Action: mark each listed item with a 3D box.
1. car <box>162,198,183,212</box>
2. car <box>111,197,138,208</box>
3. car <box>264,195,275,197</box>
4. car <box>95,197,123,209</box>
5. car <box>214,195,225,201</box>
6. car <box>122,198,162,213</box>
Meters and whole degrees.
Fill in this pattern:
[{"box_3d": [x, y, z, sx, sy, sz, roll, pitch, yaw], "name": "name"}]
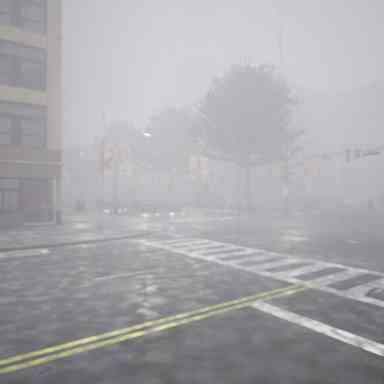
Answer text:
[{"box_3d": [-2.945, 1.508, 39.243, 1.837, 1.490, 4.892, 0, 0, -36], "name": "car"}, {"box_3d": [-10.042, 1.550, 49.138, 2.033, 1.411, 5.357, 0, 0, -35], "name": "car"}, {"box_3d": [16.440, 1.328, 72.261, 2.002, 1.452, 4.674, 0, 0, -36], "name": "car"}, {"box_3d": [-11.606, 1.480, 45.305, 1.882, 1.535, 5.008, 0, 0, -35], "name": "car"}, {"box_3d": [5.950, 1.420, 79.725, 2.161, 1.482, 4.786, 0, 0, -36], "name": "car"}, {"box_3d": [-5.599, 1.507, 36.940, 1.837, 1.490, 4.892, 0, 0, -36], "name": "car"}]
